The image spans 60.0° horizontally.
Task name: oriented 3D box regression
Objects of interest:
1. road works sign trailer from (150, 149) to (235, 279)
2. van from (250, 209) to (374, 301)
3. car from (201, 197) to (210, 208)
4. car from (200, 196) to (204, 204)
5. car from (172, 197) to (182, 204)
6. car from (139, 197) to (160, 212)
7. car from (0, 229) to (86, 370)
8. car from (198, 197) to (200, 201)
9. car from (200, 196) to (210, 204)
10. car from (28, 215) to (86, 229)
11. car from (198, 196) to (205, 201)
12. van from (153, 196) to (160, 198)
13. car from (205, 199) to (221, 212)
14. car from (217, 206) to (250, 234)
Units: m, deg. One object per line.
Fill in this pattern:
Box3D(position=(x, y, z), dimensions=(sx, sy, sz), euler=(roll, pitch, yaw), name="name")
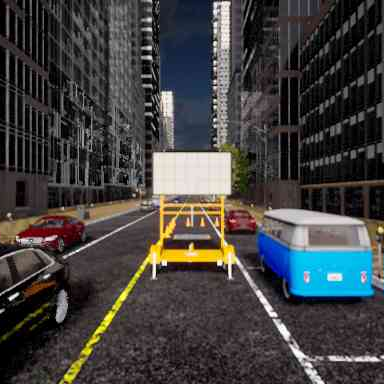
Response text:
Box3D(position=(0.003, 0.508, 10.133), dimensions=(2.380, 3.560, 2.880), euler=(0, 0, 0), name="road works sign trailer")
Box3D(position=(2.692, 1.376, 8.109), dimensions=(1.690, 1.788, 3.998), euler=(0, 0, 0), name="van")
Box3D(position=(2.706, 1.752, 47.955), dimensions=(2.008, 1.369, 4.403), euler=(0, 0, 0), name="car")
Box3D(position=(2.707, 1.770, 53.647), dimensions=(2.008, 1.369, 4.403), euler=(0, 0, 0), name="car")
Box3D(position=(-2.980, 1.778, 65.562), dimensions=(1.812, 1.442, 4.674), euler=(0, 0, 0), name="car")
Box3D(position=(-5.677, 1.731, 42.268), dimensions=(2.008, 1.369, 4.403), euler=(0, 0, 0), name="car")
Box3D(position=(-3.099, 1.523, 4.217), dimensions=(1.837, 1.490, 4.892), euler=(0, 0, 0), name="car")
Box3D(position=(2.711, 1.692, 65.032), dimensions=(1.967, 1.590, 4.097), euler=(0, 0, 0), name="car")
Box3D(position=(2.713, 1.707, 70.724), dimensions=(1.967, 1.590, 4.097), euler=(0, 0, 0), name="car")
Box3D(position=(-5.687, 1.642, 13.805), dimensions=(1.802, 1.307, 4.206), euler=(0, 0, 0), name="car")
Box3D(position=(2.721, 1.867, 93.494), dimensions=(1.887, 1.381, 4.507), euler=(0, 0, 0), name="car")
Box3D(position=(-5.673, 1.560, 53.654), dimensions=(1.690, 1.788, 3.998), euler=(0, 0, 0), name="van")
Box3D(position=(2.702, 1.739, 36.570), dimensions=(1.802, 1.307, 4.206), euler=(0, 0, 0), name="car")
Box3D(position=(2.696, 1.666, 19.492), dimensions=(1.802, 1.307, 4.206), euler=(0, 0, 0), name="car")
